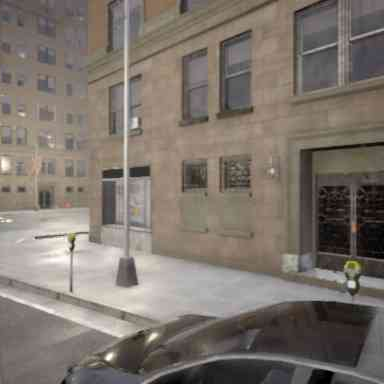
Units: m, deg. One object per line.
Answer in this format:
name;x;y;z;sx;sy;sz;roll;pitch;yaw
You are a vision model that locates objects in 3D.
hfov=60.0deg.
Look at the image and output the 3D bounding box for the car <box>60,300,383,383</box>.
car;0.834;1.572;2.478;4.313;1.339;1.947;-1;0;35
